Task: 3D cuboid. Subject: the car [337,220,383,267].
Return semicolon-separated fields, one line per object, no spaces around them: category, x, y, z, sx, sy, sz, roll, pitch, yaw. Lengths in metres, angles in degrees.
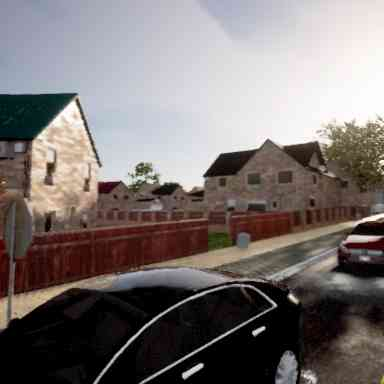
car;6.688;1.787;11.988;1.812;1.442;4.674;-2;-2;38

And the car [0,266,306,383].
car;-0.585;1.628;3.220;1.837;1.490;4.892;-2;-2;43
